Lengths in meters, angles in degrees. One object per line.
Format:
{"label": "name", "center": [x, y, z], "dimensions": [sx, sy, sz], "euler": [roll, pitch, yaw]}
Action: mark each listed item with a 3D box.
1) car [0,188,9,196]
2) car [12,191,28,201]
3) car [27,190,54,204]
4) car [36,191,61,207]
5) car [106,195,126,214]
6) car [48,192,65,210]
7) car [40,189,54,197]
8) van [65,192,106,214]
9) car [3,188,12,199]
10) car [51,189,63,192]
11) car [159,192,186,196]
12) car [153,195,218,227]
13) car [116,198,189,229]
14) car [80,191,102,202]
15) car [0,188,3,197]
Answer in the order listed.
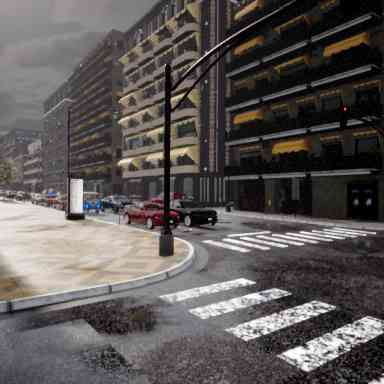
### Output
{"label": "car", "center": [-42.413, -0.022, 73.913], "dimensions": [2.192, 1.841, 5.009], "euler": [2, 0, -36]}
{"label": "car", "center": [-25.742, 0.541, 51.068], "dimensions": [1.967, 1.590, 4.097], "euler": [2, 0, -36]}
{"label": "car", "center": [-18.975, 0.805, 41.793], "dimensions": [1.752, 1.417, 4.829], "euler": [2, 0, -36]}
{"label": "car", "center": [-15.740, 0.909, 37.361], "dimensions": [1.887, 1.381, 4.507], "euler": [2, 0, -36]}
{"label": "car", "center": [-6.521, 1.069, 29.107], "dimensions": [2.128, 1.511, 4.902], "euler": [1, 0, -36]}
{"label": "car", "center": [-12.405, 0.997, 32.793], "dimensions": [1.887, 1.381, 4.507], "euler": [2, 0, -36]}
{"label": "car", "center": [-32.318, 0.271, 74.291], "dimensions": [1.967, 1.590, 4.097], "euler": [2, 0, -36]}
{"label": "van", "center": [-9.064, 0.881, 28.223], "dimensions": [1.690, 1.788, 3.998], "euler": [2, 0, -36]}
{"label": "car", "center": [-32.415, 0.470, 60.206], "dimensions": [1.887, 1.381, 4.507], "euler": [2, 0, -36]}
{"label": "car", "center": [-25.751, 0.529, 65.291], "dimensions": [1.752, 1.417, 4.829], "euler": [2, 0, -36]}
{"label": "car", "center": [-2.300, 0.936, 33.170], "dimensions": [2.192, 1.841, 5.009], "euler": [2, 0, -36]}
{"label": "car", "center": [-0.412, 1.216, 20.728], "dimensions": [1.882, 1.535, 5.008], "euler": [1, 0, -35]}
{"label": "car", "center": [-2.401, 1.261, 19.085], "dimensions": [1.887, 1.381, 4.507], "euler": [2, 0, -36]}
{"label": "car", "center": [-15.643, 0.710, 51.446], "dimensions": [1.967, 1.590, 4.097], "euler": [2, 0, -36]}
{"label": "car", "center": [-39.085, 0.301, 69.344], "dimensions": [2.008, 1.369, 4.403], "euler": [2, 0, -36]}
